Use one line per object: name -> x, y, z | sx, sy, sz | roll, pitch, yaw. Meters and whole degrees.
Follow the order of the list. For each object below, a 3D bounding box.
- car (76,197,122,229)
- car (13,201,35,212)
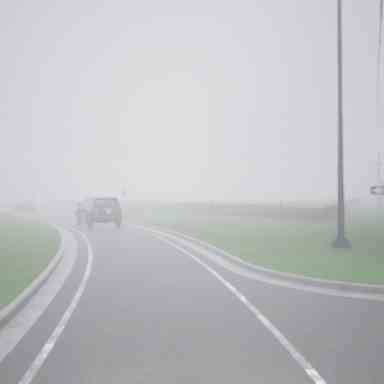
car -> -6.540, 1.351, 23.099 | 2.150, 2.045, 5.566 | 0, 0, -29
car -> -22.206, 1.855, 43.968 | 1.994, 1.385, 4.181 | 0, 0, -36
